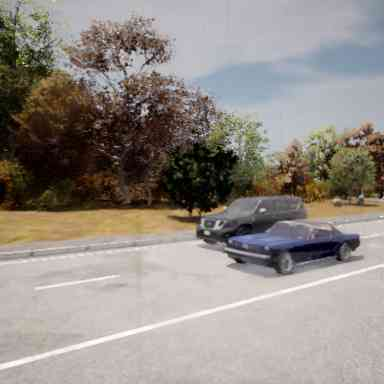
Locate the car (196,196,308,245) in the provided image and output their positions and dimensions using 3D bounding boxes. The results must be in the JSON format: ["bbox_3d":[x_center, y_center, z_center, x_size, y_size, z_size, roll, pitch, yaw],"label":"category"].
[{"bbox_3d":[2.822,1.217,14.581,5.566,2.045,2.150,-1,0,-36],"label":"car"}]

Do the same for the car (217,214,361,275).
[{"bbox_3d":[3.303,1.601,10.628,4.718,1.301,1.895,0,0,-35],"label":"car"}]
